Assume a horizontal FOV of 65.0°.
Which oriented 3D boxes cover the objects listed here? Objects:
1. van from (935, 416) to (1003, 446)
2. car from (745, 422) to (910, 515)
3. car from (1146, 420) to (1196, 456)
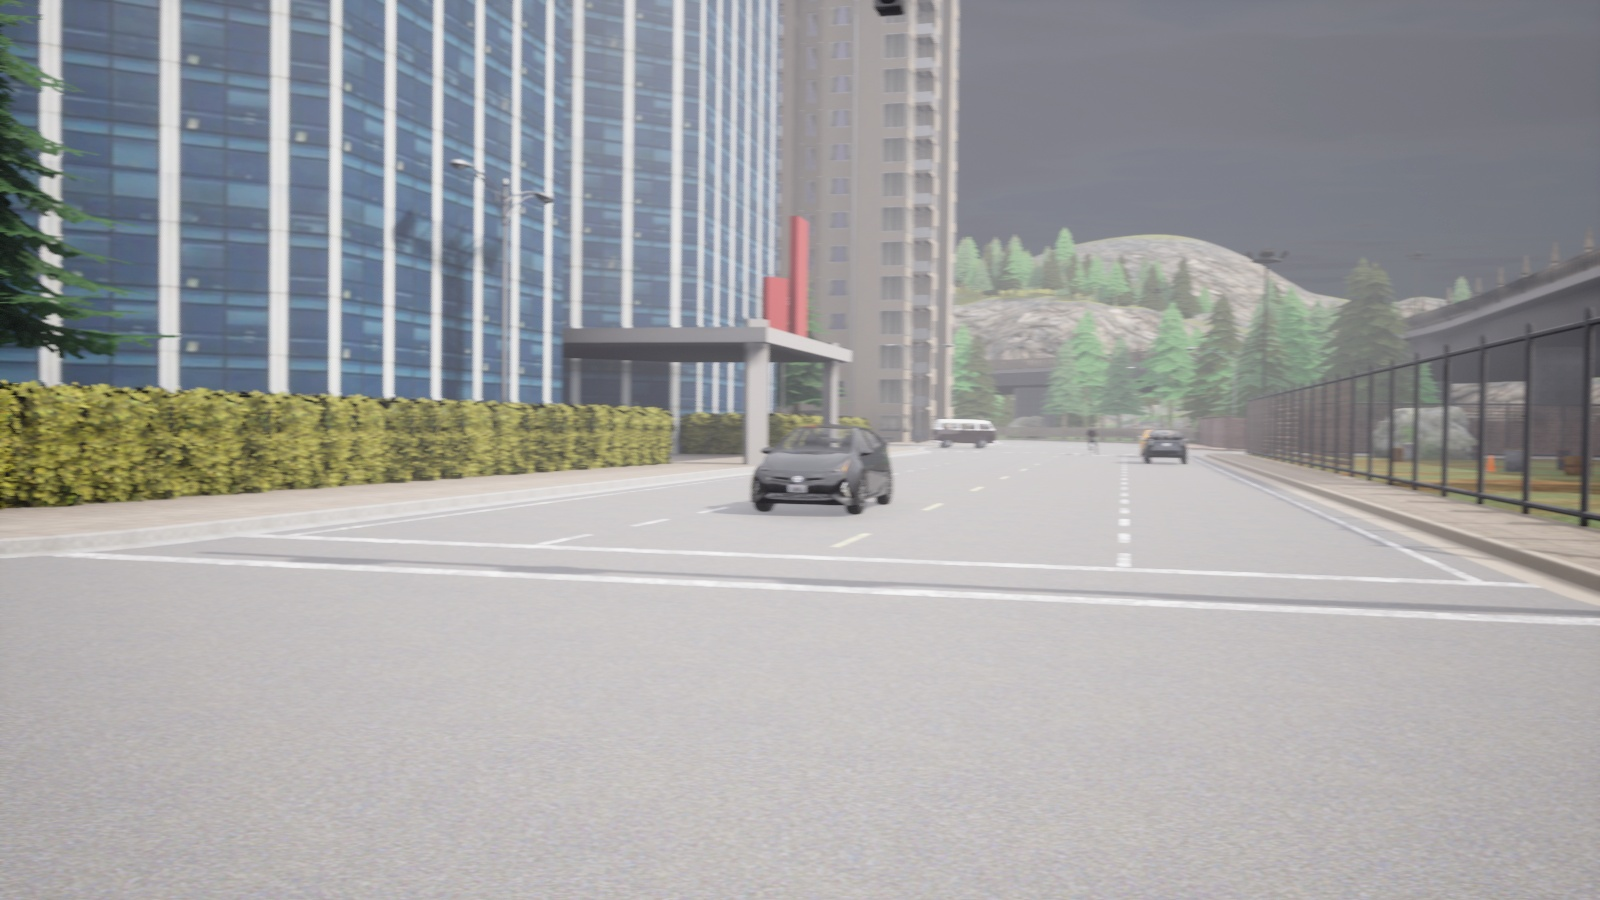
[{"bbox_3d":[11.872,-1.378,88.461,4.480,2.038,2.069,0,2,-2],"label":"van"},{"bbox_3d":[0.636,0.253,22.998,2.007,1.525,4.514,0,1,15],"label":"car"},{"bbox_3d":[16.557,-0.558,56.256,2.007,1.525,4.514,0,1,15],"label":"car"}]
